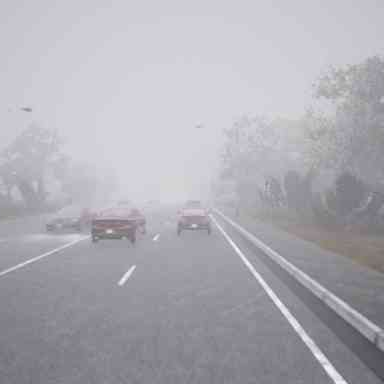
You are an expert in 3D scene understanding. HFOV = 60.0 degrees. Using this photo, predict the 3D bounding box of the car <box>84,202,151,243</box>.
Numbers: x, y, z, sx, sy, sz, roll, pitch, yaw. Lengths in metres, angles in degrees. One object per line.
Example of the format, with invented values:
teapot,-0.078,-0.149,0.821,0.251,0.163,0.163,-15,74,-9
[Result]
car,-3.402,1.471,16.186,1.882,1.535,5.008,0,0,0

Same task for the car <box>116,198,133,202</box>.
car,-10.529,1.580,52.270,1.895,1.301,4.718,0,0,1

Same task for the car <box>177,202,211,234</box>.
car,0.112,1.519,19.029,1.812,1.442,4.674,0,0,0

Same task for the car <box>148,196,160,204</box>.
car,-6.981,1.524,61.424,2.033,1.411,5.357,0,0,1

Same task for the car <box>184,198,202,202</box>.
car,0.125,1.478,40.229,2.128,1.511,4.902,0,0,0

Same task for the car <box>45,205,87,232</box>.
car,-7.088,1.517,20.051,1.812,1.442,4.674,0,0,0
